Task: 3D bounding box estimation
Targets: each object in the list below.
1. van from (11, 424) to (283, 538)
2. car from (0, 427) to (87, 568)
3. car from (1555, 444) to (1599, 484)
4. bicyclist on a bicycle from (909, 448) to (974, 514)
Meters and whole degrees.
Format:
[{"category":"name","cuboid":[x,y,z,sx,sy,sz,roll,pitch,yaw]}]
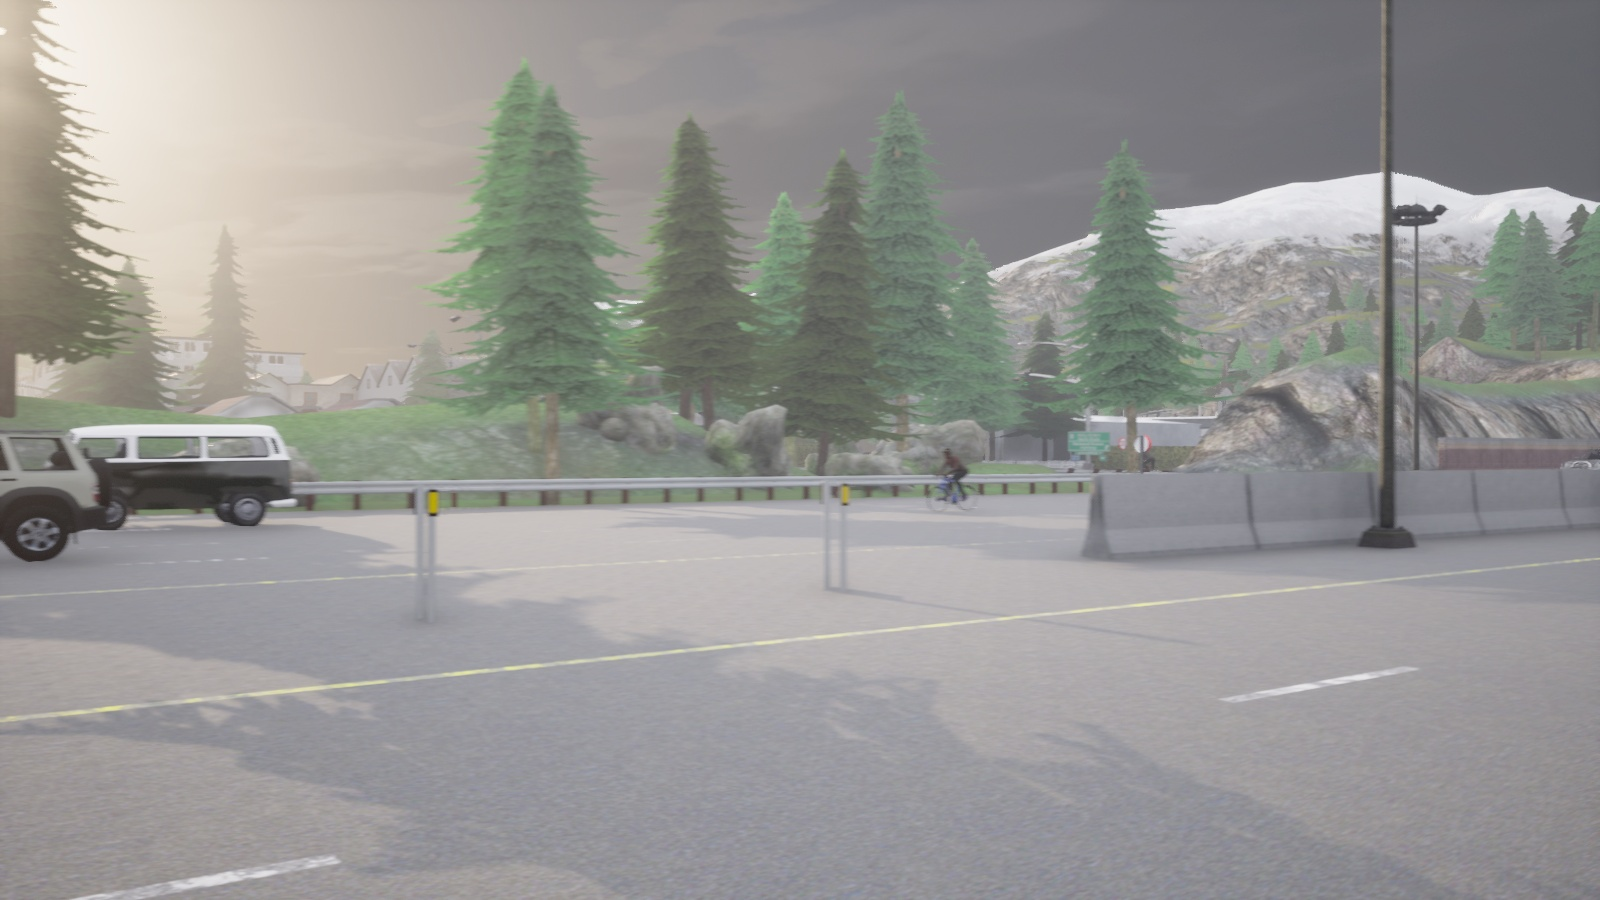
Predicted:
[{"category":"van","cuboid":[-12.760,0.554,24.628,4.480,2.038,2.069,0,0,-35]},{"category":"car","cuboid":[-12.127,0.627,16.541,4.605,1.855,1.932,0,0,-35]},{"category":"car","cuboid":[38.300,0.631,60.166,4.605,1.855,1.932,0,0,-35]},{"category":"bicyclist on a bicycle","cuboid":[3.583,0.769,31.737,1.656,1.620,0.582,-1,0,-35]}]
